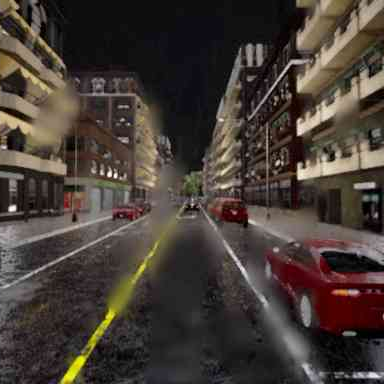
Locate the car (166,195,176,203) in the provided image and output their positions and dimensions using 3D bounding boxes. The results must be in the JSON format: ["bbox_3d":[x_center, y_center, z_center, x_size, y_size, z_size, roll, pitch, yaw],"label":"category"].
[{"bbox_3d":[-5.693,1.974,84.759,1.947,1.339,4.313,1,0,0],"label":"car"}]

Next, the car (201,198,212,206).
[{"bbox_3d":[2.691,1.851,62.436,2.008,1.369,4.403,1,0,0],"label":"car"}]

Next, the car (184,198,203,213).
[{"bbox_3d":[-0.006,1.739,40.102,2.033,1.411,5.357,0,0,0],"label":"car"}]

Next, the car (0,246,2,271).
[{"bbox_3d":[-5.681,1.598,6.764,1.947,1.339,4.313,1,0,0],"label":"car"}]

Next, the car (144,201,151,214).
[{"bbox_3d":[-5.685,1.747,34.619,1.802,1.307,4.206,1,0,0],"label":"car"}]

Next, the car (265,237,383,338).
[{"bbox_3d":[2.700,1.577,6.725,1.887,1.381,4.507,1,0,0],"label":"car"}]

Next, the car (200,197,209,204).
[{"bbox_3d":[2.689,1.880,73.748,1.752,1.417,4.829,1,0,0],"label":"car"}]

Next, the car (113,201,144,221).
[{"bbox_3d":[-5.684,1.683,29.049,1.887,1.381,4.507,1,0,0],"label":"car"}]

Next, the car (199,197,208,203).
[{"bbox_3d":[2.688,1.963,79.150,1.802,1.307,4.206,1,0,0],"label":"car"}]

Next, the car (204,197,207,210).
[{"bbox_3d":[2.695,1.719,40.321,1.752,1.417,4.829,1,0,0],"label":"car"}]

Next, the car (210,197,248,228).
[{"bbox_3d":[2.700,1.427,23.440,2.192,1.841,5.009,1,0,0],"label":"car"}]

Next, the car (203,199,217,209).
[{"bbox_3d":[2.693,1.791,51.294,1.887,1.381,4.507,1,0,0],"label":"car"}]

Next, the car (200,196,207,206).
[{"bbox_3d":[2.697,1.534,45.724,2.192,1.841,5.009,1,0,0],"label":"car"}]

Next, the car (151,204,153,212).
[{"bbox_3d":[-5.686,1.774,40.190,1.802,1.307,4.206,1,0,0],"label":"car"}]

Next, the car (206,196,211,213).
[{"bbox_3d":[2.699,1.454,29.010,2.192,1.841,5.009,1,0,0],"label":"car"}]

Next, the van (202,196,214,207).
[{"bbox_3d":[2.695,1.614,56.866,1.690,1.788,3.998,1,0,0],"label":"van"}]

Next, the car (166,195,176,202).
[{"bbox_3d":[-5.690,1.750,90.331,2.192,1.841,5.009,1,0,0],"label":"car"}]
